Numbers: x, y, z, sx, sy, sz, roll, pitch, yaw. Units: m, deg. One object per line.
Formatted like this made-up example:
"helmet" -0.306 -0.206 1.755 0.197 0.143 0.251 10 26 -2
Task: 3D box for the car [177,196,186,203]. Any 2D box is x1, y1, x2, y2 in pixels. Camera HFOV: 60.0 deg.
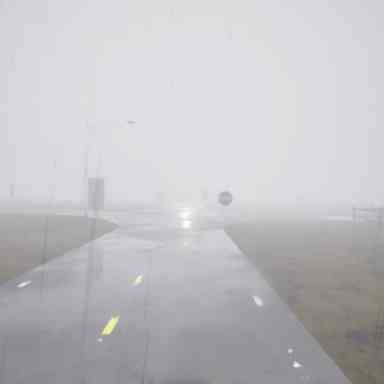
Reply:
"car" -2.465 1.745 78.389 1.837 1.490 4.892 0 0 0
